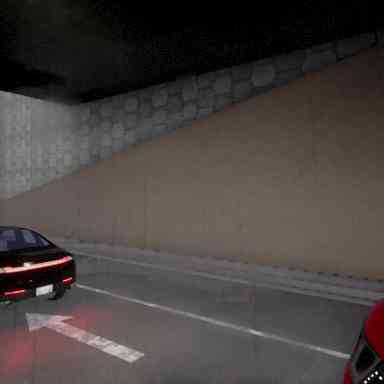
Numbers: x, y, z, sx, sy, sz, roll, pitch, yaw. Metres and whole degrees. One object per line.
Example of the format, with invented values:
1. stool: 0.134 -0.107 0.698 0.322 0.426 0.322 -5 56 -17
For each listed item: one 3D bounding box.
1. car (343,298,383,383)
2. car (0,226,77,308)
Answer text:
1. car: 3.644 1.221 1.345 5.566 2.045 2.150 0 0 35
2. car: -4.533 1.492 7.202 4.902 1.511 2.128 0 0 36
